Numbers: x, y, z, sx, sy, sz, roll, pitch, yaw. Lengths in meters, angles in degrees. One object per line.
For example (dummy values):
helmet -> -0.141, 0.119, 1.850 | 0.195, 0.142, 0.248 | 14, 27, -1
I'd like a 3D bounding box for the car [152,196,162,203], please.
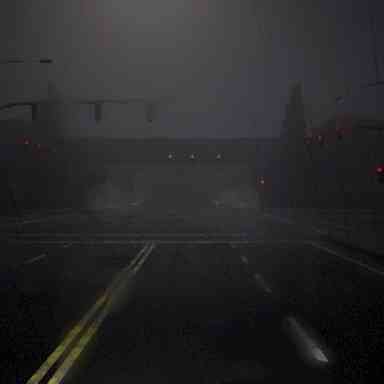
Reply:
car -> -7.480, 1.524, 71.458 | 2.033, 1.411, 5.357 | 0, 0, 0
